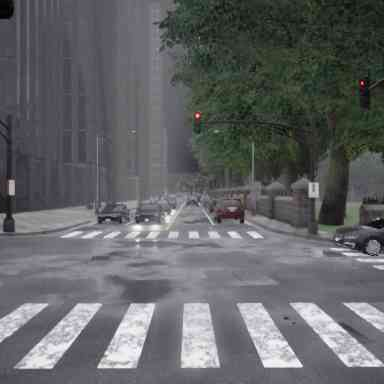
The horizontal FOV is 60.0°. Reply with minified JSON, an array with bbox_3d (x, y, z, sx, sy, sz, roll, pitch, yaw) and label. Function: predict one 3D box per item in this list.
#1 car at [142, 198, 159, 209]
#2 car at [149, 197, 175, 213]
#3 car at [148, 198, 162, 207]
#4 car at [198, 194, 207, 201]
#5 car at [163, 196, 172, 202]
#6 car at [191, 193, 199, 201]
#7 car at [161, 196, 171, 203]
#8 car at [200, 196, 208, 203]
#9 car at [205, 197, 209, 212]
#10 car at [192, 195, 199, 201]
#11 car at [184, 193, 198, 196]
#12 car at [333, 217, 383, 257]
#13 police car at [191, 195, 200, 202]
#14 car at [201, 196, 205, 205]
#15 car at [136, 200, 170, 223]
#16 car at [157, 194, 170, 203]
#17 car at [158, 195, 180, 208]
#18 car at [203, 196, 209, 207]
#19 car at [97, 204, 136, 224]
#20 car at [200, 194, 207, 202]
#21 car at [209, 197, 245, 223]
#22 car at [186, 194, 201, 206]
[{"bbox_3d":[-5.809,1.608,46.919,1.802,1.307,4.206,0,0,0],"label":"car"},{"bbox_3d":[-3.121,1.541,35.247,1.812,1.442,4.674,0,0,0],"label":"car"},{"bbox_3d":[-5.814,1.614,52.376,1.802,1.307,4.206,0,0,0],"label":"car"},{"bbox_3d":[2.677,1.385,85.131,2.192,1.841,5.009,0,0,0],"label":"car"},{"bbox_3d":[-5.842,1.606,79.662,1.887,1.381,4.507,0,0,0],"label":"car"},{"bbox_3d":[0.809,1.304,91.794,2.150,2.045,5.566,0,0,0],"label":"car"},{"bbox_3d":[-5.837,1.599,74.204,1.887,1.381,4.507,0,0,0],"label":"car"},{"bbox_3d":[2.688,1.580,74.387,1.752,1.417,4.829,0,0,0],"label":"car"},{"bbox_3d":[2.727,1.582,36.022,1.947,1.339,4.313,0,0,0],"label":"car"},{"bbox_3d":[0.814,1.577,85.763,1.837,1.490,4.892,0,0,0],"label":"car"},{"bbox_3d":[0.025,1.396,65.015,2.097,1.767,4.553,0,0,0],"label":"car"},{"bbox_3d":[8.188,1.695,13.218,4.892,1.490,1.837,1,0,0],"label":"car"},{"bbox_3d":[0.825,1.482,75.873,1.930,1.638,5.238,0,0,0],"label":"police car"},{"bbox_3d":[2.716,1.577,46.935,2.008,1.369,4.403,0,0,0],"label":"car"},{"bbox_3d":[-3.126,1.554,25.610,2.033,1.411,5.357,0,0,0],"label":"car"},{"bbox_3d":[-5.831,1.363,68.748,2.192,1.841,5.009,0,0,0],"label":"car"},{"bbox_3d":[-3.135,1.516,45.515,2.128,1.511,4.902,0,0,0],"label":"car"},{"bbox_3d":[2.722,1.572,41.478,2.008,1.369,4.403,0,0,0],"label":"car"},{"bbox_3d":[-5.787,1.572,25.091,1.947,1.339,4.313,0,0,0],"label":"car"},{"bbox_3d":[2.711,1.472,52.392,1.967,1.590,4.097,0,0,0],"label":"car"},{"bbox_3d":[2.739,1.321,25.110,2.192,1.841,5.009,0,0,0],"label":"car"},{"bbox_3d":[0.045,1.560,55.252,1.812,1.442,4.674,0,0,0],"label":"car"}]
